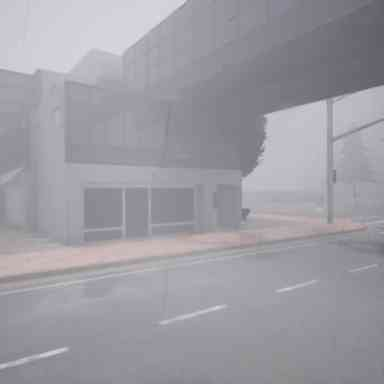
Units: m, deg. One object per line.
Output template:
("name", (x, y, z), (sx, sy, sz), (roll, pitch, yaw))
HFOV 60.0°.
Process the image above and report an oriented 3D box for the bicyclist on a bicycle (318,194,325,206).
("bicyclist on a bicycle", (17.043, 1.036, 43.658), (1.656, 1.620, 0.582), (-1, 0, -36))
